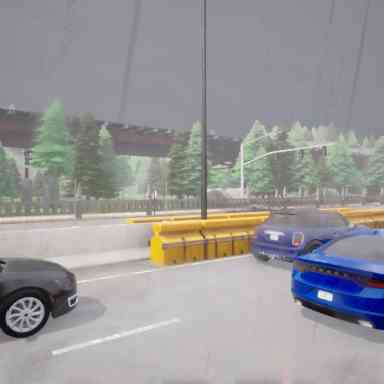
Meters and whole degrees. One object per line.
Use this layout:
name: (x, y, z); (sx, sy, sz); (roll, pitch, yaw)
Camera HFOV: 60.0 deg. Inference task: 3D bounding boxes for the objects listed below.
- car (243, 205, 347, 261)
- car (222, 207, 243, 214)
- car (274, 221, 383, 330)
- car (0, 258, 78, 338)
car: (4.147, 1.352, 11.008); (4.553, 1.767, 2.097); (0, 0, -36)
car: (4.374, 1.601, 24.315); (4.718, 1.301, 1.895); (0, 0, -36)
car: (4.108, 1.478, 6.681); (5.008, 1.535, 1.882); (0, 0, -36)
car: (-4.273, 1.505, 4.998); (4.892, 1.490, 1.837); (0, 0, -35)
